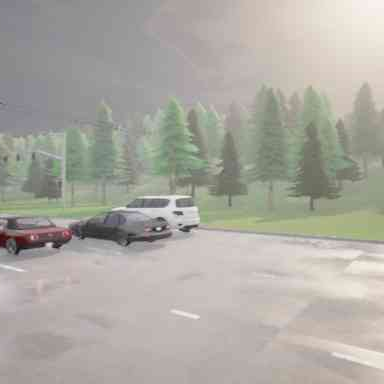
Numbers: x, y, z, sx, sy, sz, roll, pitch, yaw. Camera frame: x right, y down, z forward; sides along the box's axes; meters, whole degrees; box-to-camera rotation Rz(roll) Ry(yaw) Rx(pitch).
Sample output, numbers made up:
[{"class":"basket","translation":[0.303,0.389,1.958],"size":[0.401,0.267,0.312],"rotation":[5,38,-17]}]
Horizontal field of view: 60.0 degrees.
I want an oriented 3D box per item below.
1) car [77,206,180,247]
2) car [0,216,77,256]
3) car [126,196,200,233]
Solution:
[{"class":"car","translation":[-3.392,1.543,14.998],"size":[5.357,1.411,2.033],"rotation":[0,0,36]},{"class":"car","translation":[-6.920,1.596,13.223],"size":[4.718,1.301,1.895],"rotation":[0,0,36]},{"class":"car","translation":[-2.198,1.216,18.449],"size":[5.566,2.045,2.150],"rotation":[0,0,36]}]
